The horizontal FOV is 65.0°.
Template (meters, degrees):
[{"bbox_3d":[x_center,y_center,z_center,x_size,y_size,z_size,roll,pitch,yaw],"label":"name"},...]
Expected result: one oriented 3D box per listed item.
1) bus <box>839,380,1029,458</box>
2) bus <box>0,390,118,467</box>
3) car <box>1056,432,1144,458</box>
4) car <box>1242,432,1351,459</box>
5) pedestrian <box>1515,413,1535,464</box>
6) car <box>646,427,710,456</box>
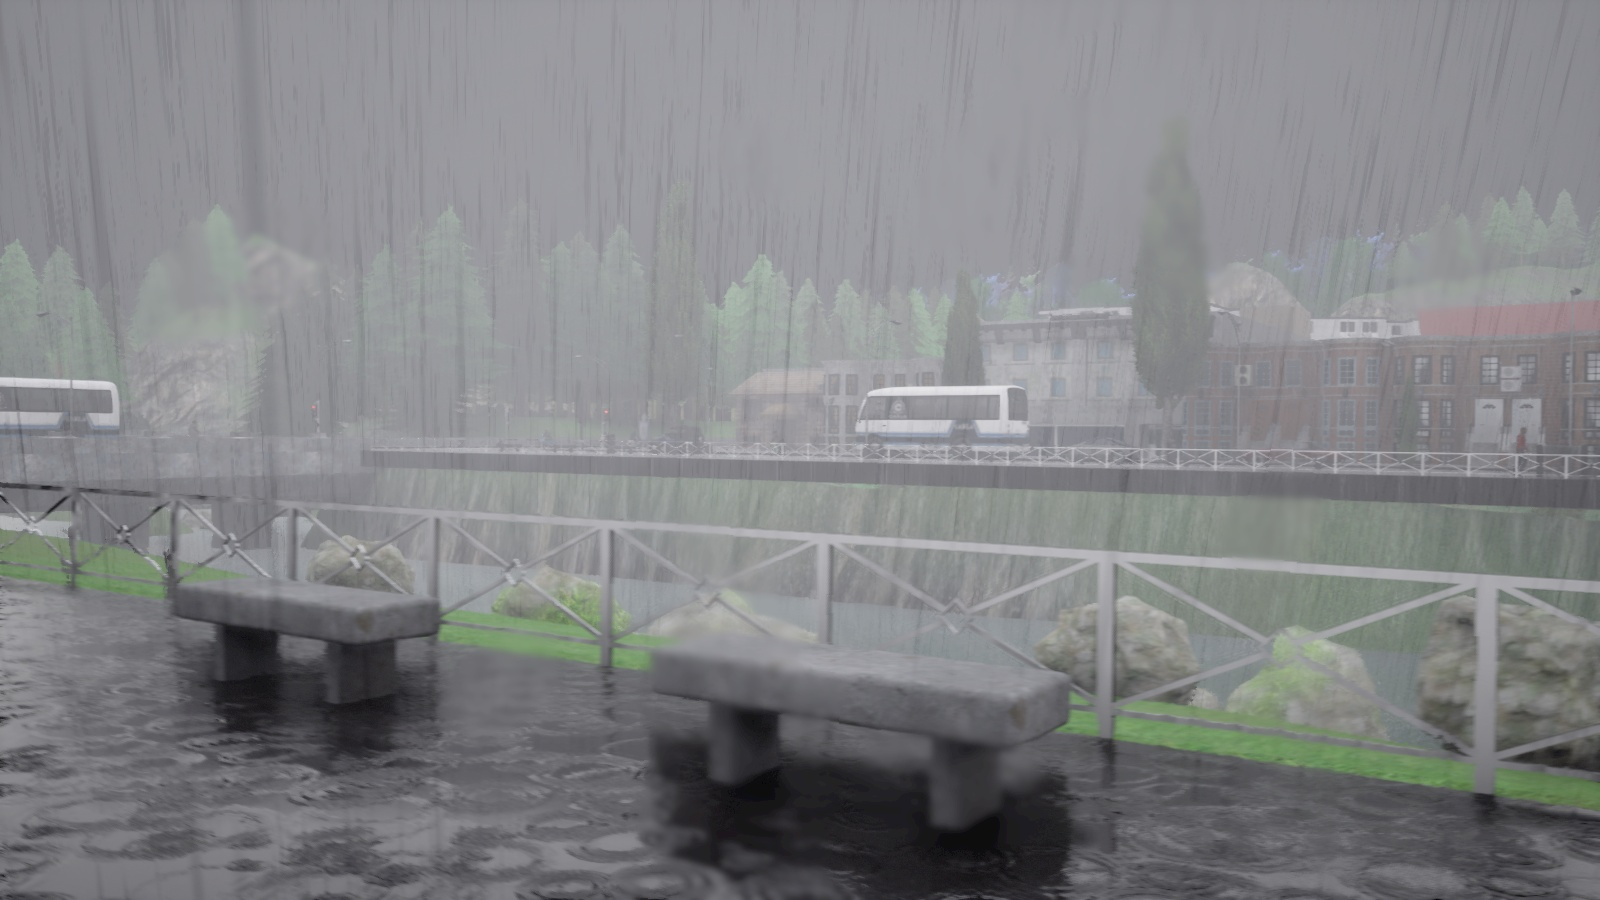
[{"bbox_3d":[7.714,-1.712,73.085,10.273,4.253,3.944,0,1,33],"label":"bus"},{"bbox_3d":[-45.312,-1.216,71.942,3.944,4.253,10.273,0,1,33],"label":"bus"},{"bbox_3d":[16.129,-0.272,67.526,4.181,1.385,1.994,0,1,34],"label":"car"},{"bbox_3d":[24.499,-0.236,61.971,4.718,1.301,1.895,0,1,34],"label":"car"},{"bbox_3d":[26.560,-0.427,46.002,0.636,1.846,0.331,0,1,34],"label":"pedestrian"},{"bbox_3d":[-8.113,-0.540,83.617,3.866,1.878,1.905,0,1,34],"label":"car"}]
